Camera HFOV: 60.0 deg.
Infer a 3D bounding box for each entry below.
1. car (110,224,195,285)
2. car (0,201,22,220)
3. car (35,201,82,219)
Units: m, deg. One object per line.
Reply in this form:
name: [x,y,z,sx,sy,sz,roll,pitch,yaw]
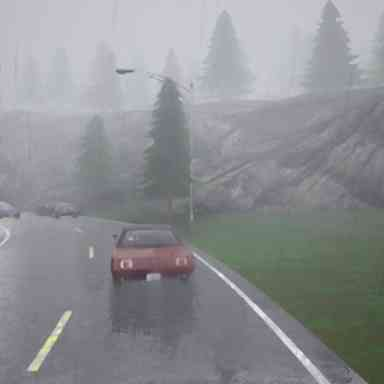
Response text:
car: [-1.298,1.572,9.463,1.895,1.301,4.718,0,0,-12]
car: [-15.399,1.455,26.470,4.674,1.442,1.812,0,0,38]
car: [-11.243,1.469,27.868,5.357,1.411,2.033,0,0,44]
